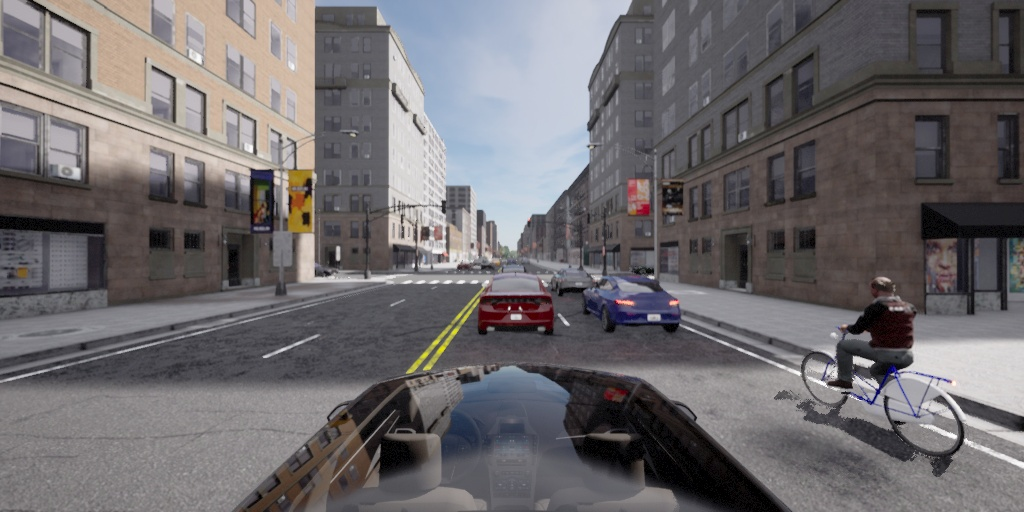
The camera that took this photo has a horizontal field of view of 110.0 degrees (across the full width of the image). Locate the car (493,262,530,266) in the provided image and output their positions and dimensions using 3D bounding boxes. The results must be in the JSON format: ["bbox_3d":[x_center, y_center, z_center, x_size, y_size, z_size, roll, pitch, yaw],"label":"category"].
[{"bbox_3d":[0.081,1.258,20.051,1.837,1.490,4.892,0,0,0],"label":"car"}]

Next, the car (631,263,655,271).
[{"bbox_3d":[14.818,1.409,37.279,4.718,1.301,1.895,0,0,0],"label":"car"}]

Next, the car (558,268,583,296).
[{"bbox_3d":[3.232,1.317,19.307,1.994,1.385,4.181,0,0,0],"label":"car"}]

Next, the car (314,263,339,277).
[{"bbox_3d":[-19.676,1.281,34.434,5.357,1.411,2.033,0,0,0],"label":"car"}]

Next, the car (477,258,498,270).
[{"bbox_3d":[-3.398,1.367,50.929,1.895,1.301,4.718,0,0,0],"label":"car"}]

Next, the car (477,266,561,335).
[{"bbox_3d":[0.092,1.229,10.568,1.882,1.535,5.008,0,0,0],"label":"car"}]

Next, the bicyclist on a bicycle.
[{"bbox_3d":[4.142,1.121,4.210,0.659,1.776,1.843,0,0,0],"label":"bicyclist on a bicycle"}]

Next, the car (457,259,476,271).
[{"bbox_3d":[-6.657,1.367,50.905,1.895,1.301,4.718,0,0,0],"label":"car"}]

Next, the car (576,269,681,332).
[{"bbox_3d":[3.337,1.277,10.708,1.812,1.442,4.674,0,0,0],"label":"car"}]
